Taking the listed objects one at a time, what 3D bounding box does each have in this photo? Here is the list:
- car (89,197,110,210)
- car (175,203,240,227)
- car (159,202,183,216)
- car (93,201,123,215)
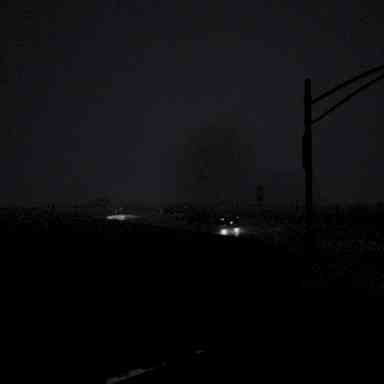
[{"bbox_3d":[-15.331,1.908,55.171,2.150,2.045,5.566,-1,0,-35],"label":"car"},{"bbox_3d":[1.247,1.837,25.814,2.033,1.411,5.357,-1,0,-36],"label":"car"},{"bbox_3d":[-1.887,1.856,36.516,2.128,1.511,4.902,-1,0,-36],"label":"car"},{"bbox_3d":[-10.510,2.168,42.198,1.895,1.301,4.718,-1,0,-36],"label":"car"}]
